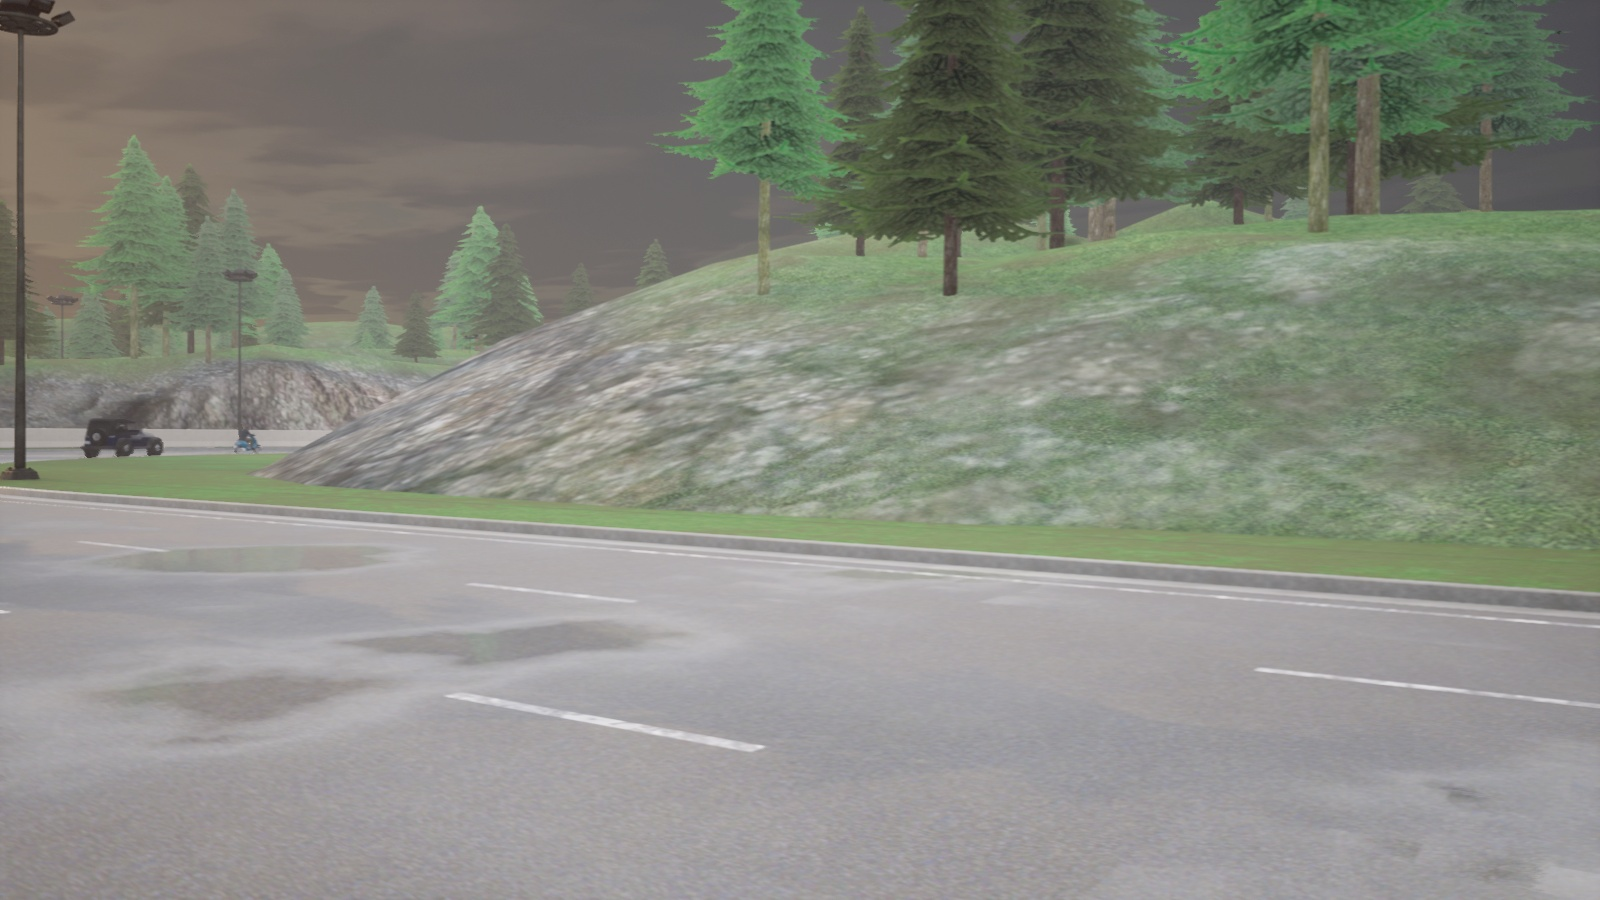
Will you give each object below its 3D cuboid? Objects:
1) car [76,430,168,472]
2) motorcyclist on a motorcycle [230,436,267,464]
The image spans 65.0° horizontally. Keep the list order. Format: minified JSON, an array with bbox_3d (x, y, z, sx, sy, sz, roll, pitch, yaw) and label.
[{"bbox_3d":[-31.908,0.008,59.231,1.905,1.878,3.866,-1,1,7],"label":"car"},{"bbox_3d":[-31.625,-0.011,71.984,0.866,1.590,1.817,1,2,25],"label":"motorcyclist on a motorcycle"}]
